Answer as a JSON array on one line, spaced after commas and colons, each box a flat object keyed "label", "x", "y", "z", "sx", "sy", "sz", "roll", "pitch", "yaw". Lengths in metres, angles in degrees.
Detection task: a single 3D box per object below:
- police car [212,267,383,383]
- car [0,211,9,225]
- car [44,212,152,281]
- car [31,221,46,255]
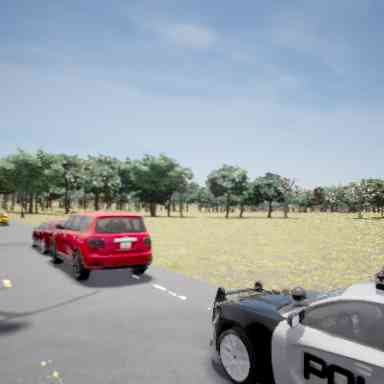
[{"label": "police car", "x": 2.145, "y": 1.636, "z": 3.536, "sx": 1.930, "sy": 1.638, "sz": 5.238, "roll": 3, "pitch": -3, "yaw": -34}, {"label": "car", "x": -21.478, "y": 2.864, "z": 36.754, "sx": 1.882, "sy": 1.535, "sz": 5.008, "roll": 3, "pitch": -3, "yaw": -34}, {"label": "car", "x": -3.397, "y": 1.702, "z": 11.770, "sx": 2.150, "sy": 2.045, "sz": 5.566, "roll": 3, "pitch": -3, "yaw": -34}, {"label": "car", "x": -6.741, "y": 2.130, "z": 16.709, "sx": 1.882, "sy": 1.535, "sz": 5.008, "roll": 3, "pitch": -3, "yaw": -34}]
